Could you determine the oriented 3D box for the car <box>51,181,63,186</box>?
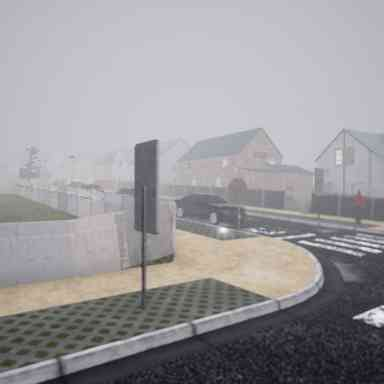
[{"bbox_3d":[-22.819,-1.245,57.229,2.033,1.411,5.357,0,2,-35],"label":"car"}]

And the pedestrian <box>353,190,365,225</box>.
[{"bbox_3d":[8.753,0.771,17.507,0.375,1.860,0.375,4,-2,-35],"label":"pedestrian"}]

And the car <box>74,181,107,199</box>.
[{"bbox_3d":[-10.317,-0.081,34.401,1.837,1.490,4.892,0,3,-35],"label":"car"}]

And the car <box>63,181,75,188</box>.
[{"bbox_3d":[-17.074,-0.816,49.090,1.837,1.490,4.892,0,2,-35],"label":"car"}]

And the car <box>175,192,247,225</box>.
[{"bbox_3d":[0.914,0.818,18.454,1.882,1.535,5.008,0,3,-35],"label":"car"}]

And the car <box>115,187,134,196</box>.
[{"bbox_3d":[-4.491,0.400,26.118,1.837,1.490,4.892,0,3,-35],"label":"car"}]
